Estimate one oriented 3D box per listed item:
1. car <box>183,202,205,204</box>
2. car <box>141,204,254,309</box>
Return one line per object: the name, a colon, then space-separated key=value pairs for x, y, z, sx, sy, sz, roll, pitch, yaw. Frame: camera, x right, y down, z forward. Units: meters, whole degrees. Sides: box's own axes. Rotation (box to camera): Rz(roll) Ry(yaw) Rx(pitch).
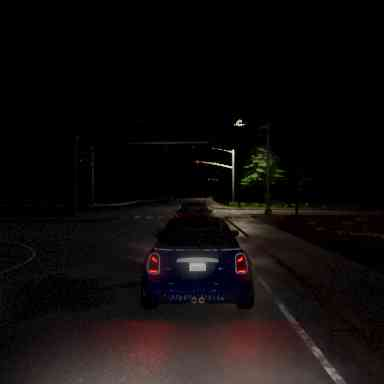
car: x=0.102 y=1.337 z=18.141 sx=2.097 sy=1.767 sz=4.553 roll=0 pitch=0 yaw=0
car: x=0.100 y=1.347 z=8.020 sx=2.097 sy=1.767 sz=4.553 roll=0 pitch=0 yaw=0
